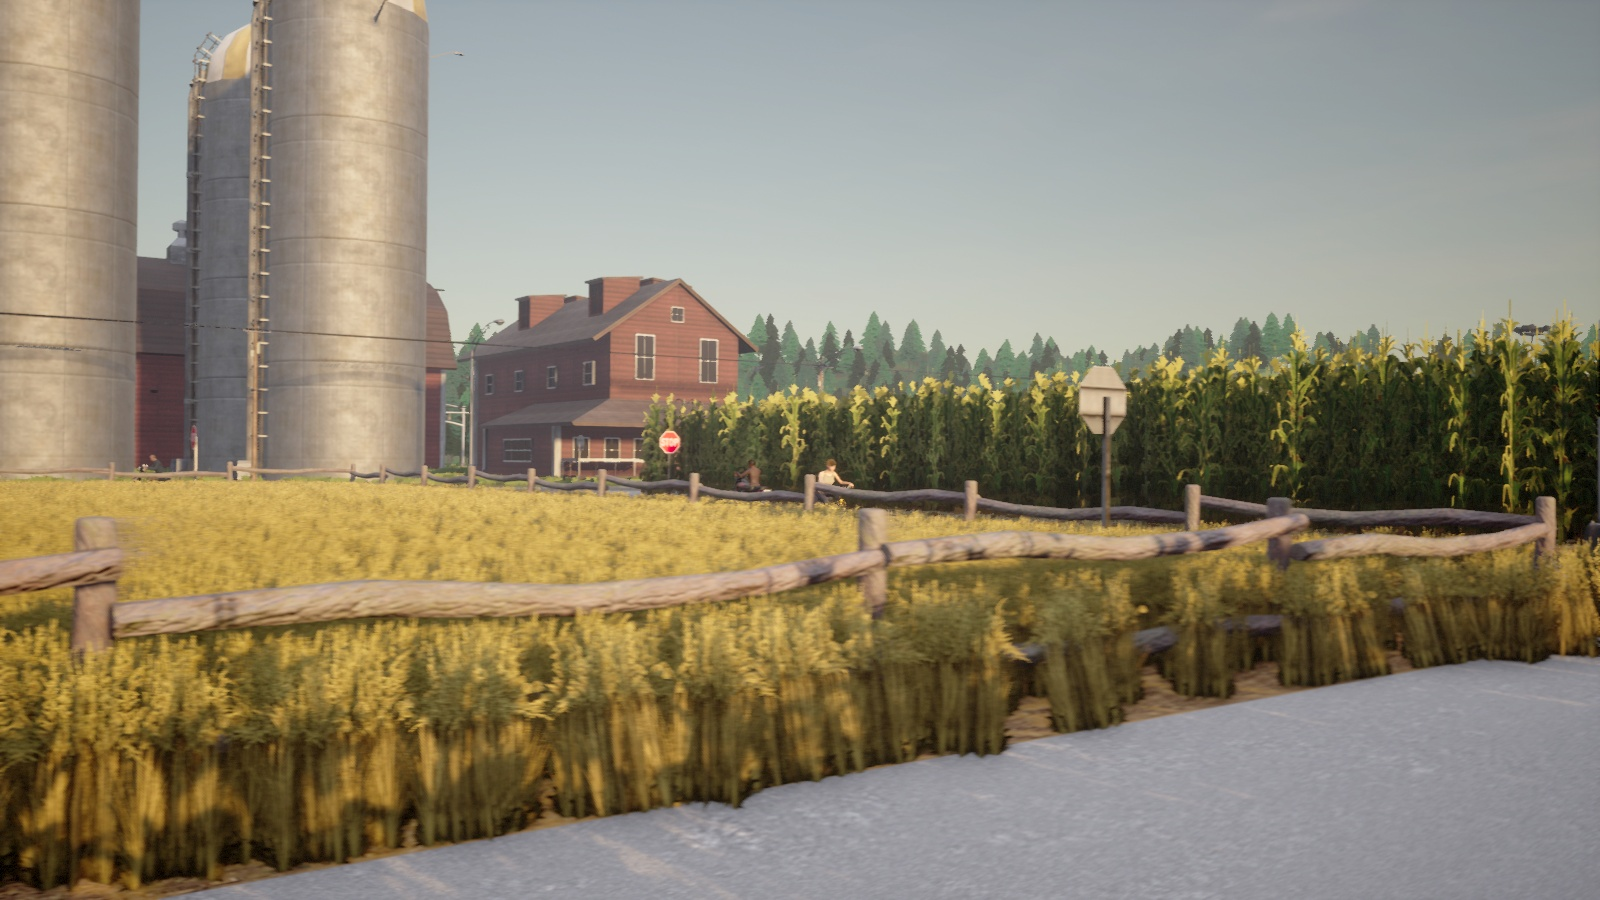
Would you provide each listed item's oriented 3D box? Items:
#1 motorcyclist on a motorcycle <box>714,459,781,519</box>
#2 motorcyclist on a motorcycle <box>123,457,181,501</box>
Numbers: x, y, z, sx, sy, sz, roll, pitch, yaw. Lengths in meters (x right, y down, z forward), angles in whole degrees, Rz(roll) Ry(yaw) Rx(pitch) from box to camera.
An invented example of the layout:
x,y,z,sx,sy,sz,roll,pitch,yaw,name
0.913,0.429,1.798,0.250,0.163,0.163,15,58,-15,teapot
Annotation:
x,y,z,sx,sy,sz,roll,pitch,yaw,name
-1.523,1.088,35.942,0.766,1.649,2.350,1,-1,-35,motorcyclist on a motorcycle
-24.135,1.064,46.759,1.817,1.590,0.866,1,-1,-34,motorcyclist on a motorcycle
